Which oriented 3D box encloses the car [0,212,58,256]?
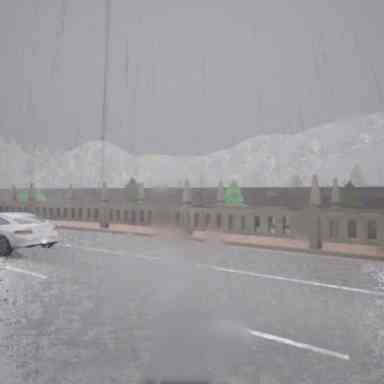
[{"bbox_3d":[-7.234,1.526,13.139,4.674,1.442,1.812,0,0,32],"label":"car"}]
